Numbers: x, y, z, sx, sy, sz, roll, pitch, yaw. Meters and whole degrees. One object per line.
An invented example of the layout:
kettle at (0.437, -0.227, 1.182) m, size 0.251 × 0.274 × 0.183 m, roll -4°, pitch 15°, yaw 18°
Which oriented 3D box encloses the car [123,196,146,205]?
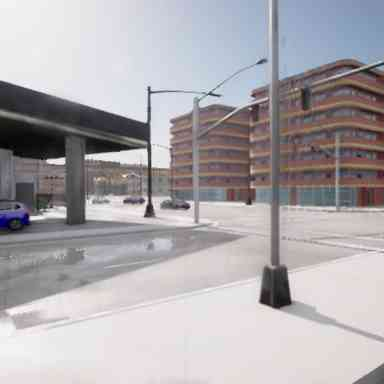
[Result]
car at (-9.709, 1.365, 55.877) m, size 2.033 × 1.411 × 5.357 m, roll -1°, pitch 0°, yaw -36°

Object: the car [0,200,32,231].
car at (-11.112, 1.285, 17.694) m, size 4.611 × 1.667 × 2.242 m, roll -1°, pitch 0°, yaw -35°

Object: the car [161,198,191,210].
car at (-1.956, 1.407, 39.284) m, size 1.994 × 1.385 × 4.181 m, roll -1°, pitch 0°, yaw -36°

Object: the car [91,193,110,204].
car at (-15.923, 1.369, 58.343) m, size 1.812 × 1.442 × 4.674 m, roll -1°, pitch 0°, yaw -36°
